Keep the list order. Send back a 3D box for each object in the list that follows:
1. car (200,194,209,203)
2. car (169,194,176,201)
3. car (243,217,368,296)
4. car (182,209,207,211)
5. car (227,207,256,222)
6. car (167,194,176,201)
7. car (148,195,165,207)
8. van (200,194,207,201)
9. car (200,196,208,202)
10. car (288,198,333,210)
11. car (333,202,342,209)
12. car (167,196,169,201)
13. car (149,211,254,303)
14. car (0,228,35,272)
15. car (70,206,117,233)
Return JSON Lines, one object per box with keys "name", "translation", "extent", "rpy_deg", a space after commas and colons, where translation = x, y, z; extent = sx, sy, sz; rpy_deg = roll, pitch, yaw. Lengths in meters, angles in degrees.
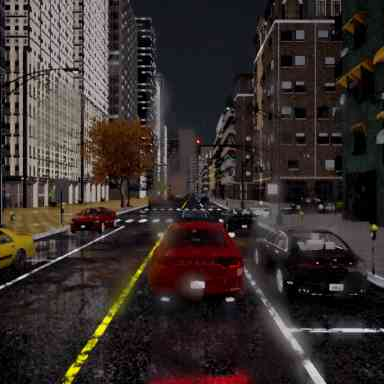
{"name": "car", "translation": [2.846, 1.629, 73.948], "extent": [1.947, 1.339, 4.313], "rpy_deg": [0, 0, 0]}
{"name": "car", "translation": [-5.512, 1.649, 85.012], "extent": [1.947, 1.339, 4.313], "rpy_deg": [0, 0, 0]}
{"name": "car", "translation": [2.707, 1.551, 8.403], "extent": [2.008, 1.369, 4.403], "rpy_deg": [0, 0, 0]}
{"name": "car", "translation": [0.126, 1.605, 18.401], "extent": [1.895, 1.301, 4.718], "rpy_deg": [0, 0, 0]}
{"name": "car", "translation": [2.730, 1.555, 19.469], "extent": [2.008, 1.369, 4.403], "rpy_deg": [0, 0, 0]}
{"name": "car", "translation": [-5.501, 1.409, 90.535], "extent": [2.192, 1.841, 5.009], "rpy_deg": [0, 0, 0]}
{"name": "car", "translation": [-5.582, 1.349, 51.875], "extent": [2.192, 1.841, 5.009], "rpy_deg": [0, 0, 0]}
{"name": "van", "translation": [2.869, 1.424, 84.995], "extent": [1.690, 1.788, 3.998], "rpy_deg": [0, 0, 0]}
{"name": "car", "translation": [2.858, 1.598, 79.641], "extent": [1.752, 1.417, 4.829], "rpy_deg": [0, 0, 0]}
{"name": "car", "translation": [13.508, 1.359, 38.852], "extent": [4.403, 1.369, 2.008], "rpy_deg": [-1, 1, 0]}
{"name": "car", "translation": [18.905, 1.259, 38.895], "extent": [4.829, 1.417, 1.752], "rpy_deg": [-1, 1, 0]}
{"name": "car", "translation": [-5.570, 1.607, 57.398], "extent": [1.947, 1.339, 4.313], "rpy_deg": [0, 0, 0]}
{"name": "car", "translation": [0.109, 1.478, 8.310], "extent": [1.882, 1.535, 5.008], "rpy_deg": [0, 0, 0]}
{"name": "car", "translation": [-5.673, 1.526, 8.251], "extent": [1.752, 1.417, 4.829], "rpy_deg": [0, 0, 0]}
{"name": "car", "translation": [-5.650, 1.549, 19.487], "extent": [1.887, 1.381, 4.507], "rpy_deg": [0, 0, 0]}
